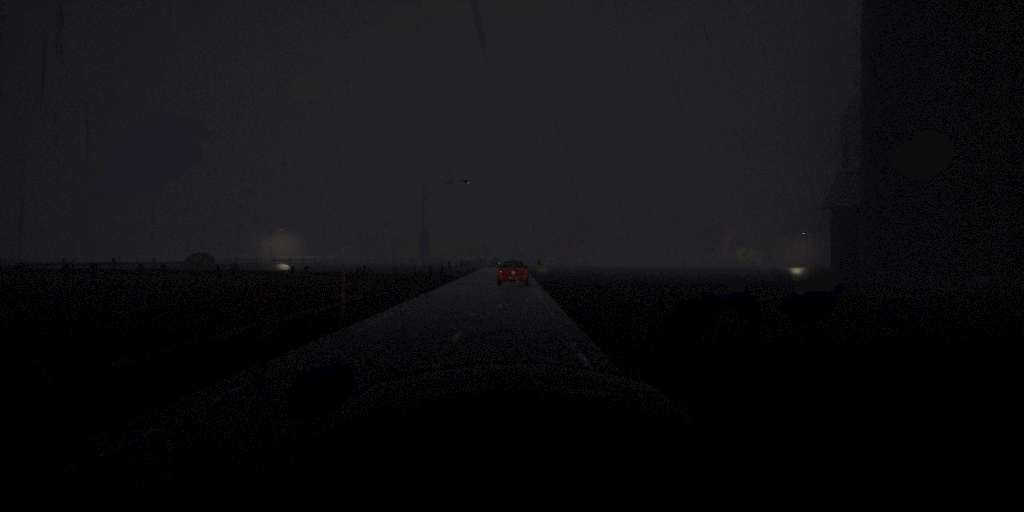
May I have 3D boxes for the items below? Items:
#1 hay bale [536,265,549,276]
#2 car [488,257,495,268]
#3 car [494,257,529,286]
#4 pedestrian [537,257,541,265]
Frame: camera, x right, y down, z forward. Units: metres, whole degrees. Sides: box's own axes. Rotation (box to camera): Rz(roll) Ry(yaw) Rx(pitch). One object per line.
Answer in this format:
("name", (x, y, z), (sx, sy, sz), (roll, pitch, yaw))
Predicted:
("hay bale", (3.154, 1.381, 36.775), (1.220, 1.180, 1.240), (0, 0, 0))
("car", (-2.756, 1.032, 57.714), (2.097, 1.767, 4.553), (0, 0, 1))
("car", (0.083, 1.086, 25.421), (2.097, 1.767, 4.553), (0, 0, 0))
("pedestrian", (2.855, 1.026, 37.898), (0.375, 1.860, 0.375), (0, 1, -1))
